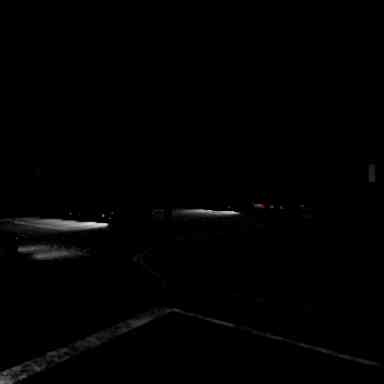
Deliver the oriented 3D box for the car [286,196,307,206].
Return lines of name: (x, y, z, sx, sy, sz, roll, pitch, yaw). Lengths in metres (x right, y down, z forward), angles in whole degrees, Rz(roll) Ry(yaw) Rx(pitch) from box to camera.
car: (16.179, 1.348, 51.403, 1.994, 1.385, 4.181, 1, 1, 35)

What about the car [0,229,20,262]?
car: (-7.514, 1.435, 9.520, 1.812, 1.442, 4.674, 1, 0, 39)

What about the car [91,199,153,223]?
car: (-4.820, 1.421, 24.231, 1.994, 1.385, 4.181, 1, 0, 39)

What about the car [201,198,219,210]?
car: (2.861, 1.371, 39.543, 1.994, 1.385, 4.181, 1, 1, 38)

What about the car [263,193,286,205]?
car: (13.321, 1.074, 53.419, 2.097, 1.767, 4.553, 1, 1, 35)

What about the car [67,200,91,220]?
car: (-7.480, 1.333, 26.507, 1.837, 1.490, 4.892, 1, 1, 39)

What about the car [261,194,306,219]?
car: (7.769, 1.259, 28.603, 2.097, 1.767, 4.553, 1, 0, 38)

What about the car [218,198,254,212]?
car: (5.148, 1.401, 36.784, 1.994, 1.385, 4.181, 1, 1, 38)
